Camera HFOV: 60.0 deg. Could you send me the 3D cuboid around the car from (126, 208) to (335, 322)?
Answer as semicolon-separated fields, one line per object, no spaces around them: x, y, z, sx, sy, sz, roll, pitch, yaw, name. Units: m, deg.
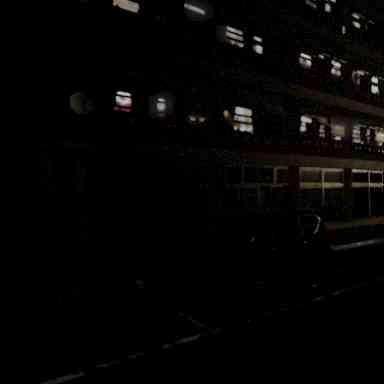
1.120;1.311;7.374;5.009;1.841;2.192;0;-1;-35;car
